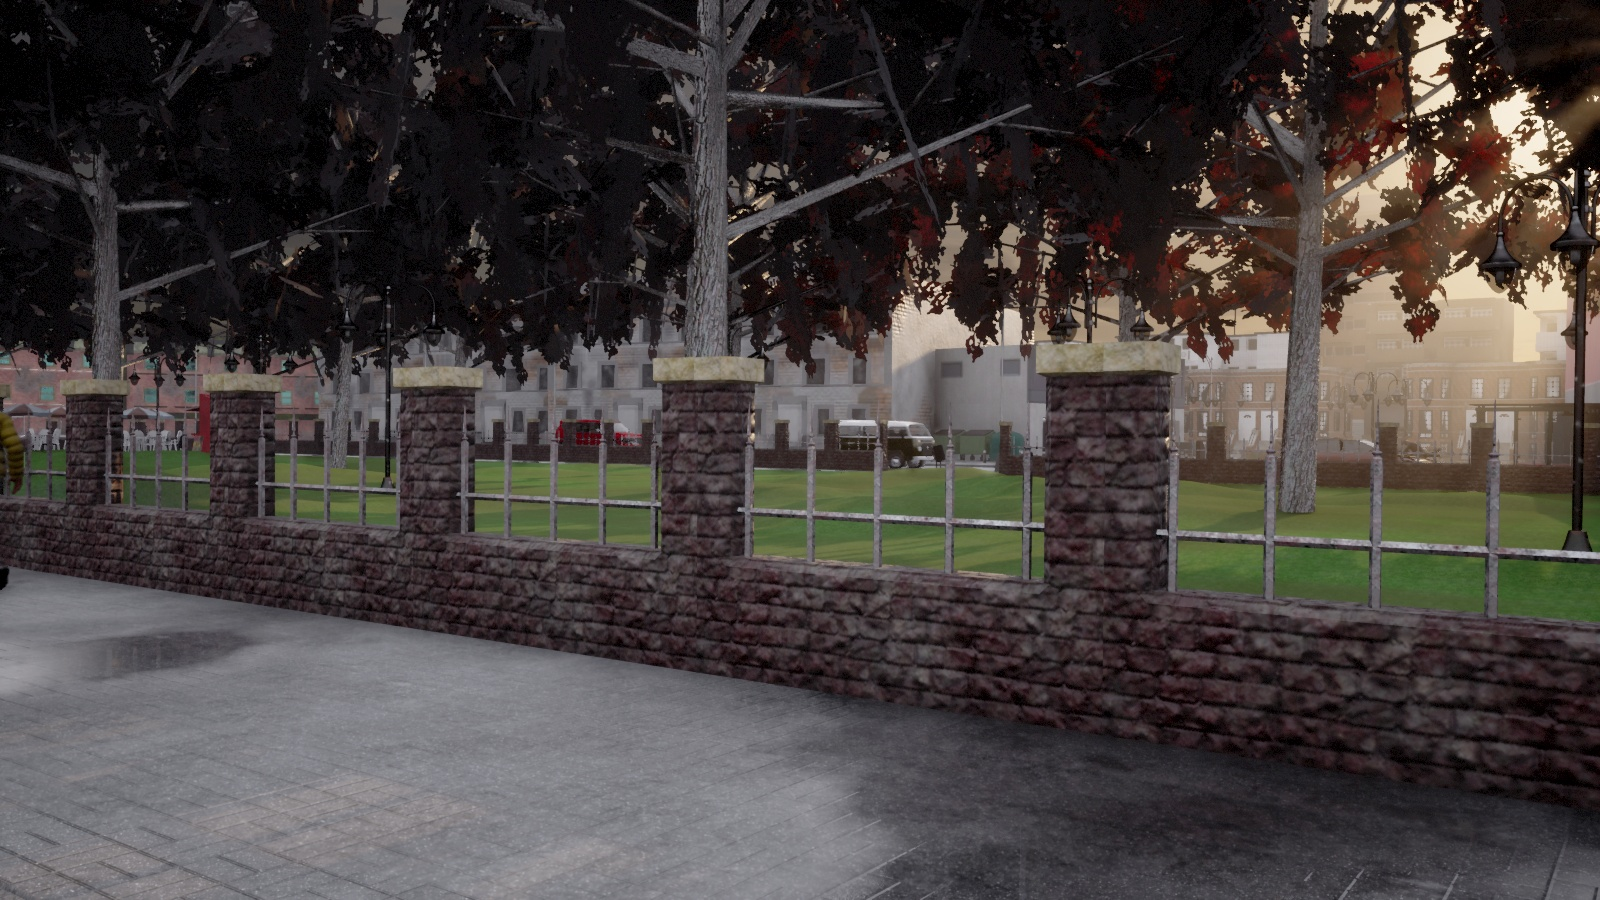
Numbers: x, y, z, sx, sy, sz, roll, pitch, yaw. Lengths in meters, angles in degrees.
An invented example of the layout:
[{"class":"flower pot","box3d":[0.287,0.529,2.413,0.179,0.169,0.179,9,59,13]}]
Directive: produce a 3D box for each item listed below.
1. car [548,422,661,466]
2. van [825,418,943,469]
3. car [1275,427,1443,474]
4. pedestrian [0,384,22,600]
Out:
[{"class":"car","box3d":[-9.663,-0.306,61.790,5.566,2.045,2.150,0,1,35]},{"class":"van","box3d":[3.485,-0.293,52.455,4.480,2.038,2.069,0,1,35]},{"class":"car","box3d":[18.548,-0.007,41.743,4.792,1.488,2.163,0,1,35]},{"class":"pedestrian","box3d":[-7.092,0.357,10.835,0.726,1.835,0.370,0,1,36]}]
